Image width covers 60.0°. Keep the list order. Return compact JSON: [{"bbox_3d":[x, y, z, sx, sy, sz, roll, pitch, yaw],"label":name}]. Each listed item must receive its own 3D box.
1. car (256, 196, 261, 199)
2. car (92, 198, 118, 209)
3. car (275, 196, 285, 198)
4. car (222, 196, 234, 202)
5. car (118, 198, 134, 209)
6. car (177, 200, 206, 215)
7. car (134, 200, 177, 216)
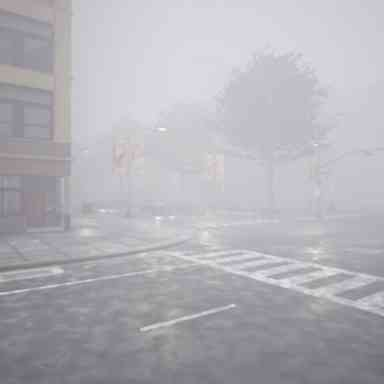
[{"bbox_3d":[17.262,1.677,83.121,1.895,1.301,4.718,0,0,-36],"label":"car"},{"bbox_3d":[-12.176,1.621,45.397,1.994,1.385,4.181,0,0,-35],"label":"car"},{"bbox_3d":[18.119,1.509,69.191,2.002,1.452,4.674,0,0,-36],"label":"car"},{"bbox_3d":[7.625,1.587,76.650,2.161,1.482,4.786,0,0,-36],"label":"car"},{"bbox_3d":[-9.779,1.561,48.072,2.128,1.511,4.902,0,0,-35],"label":"car"},{"bbox_3d":[-0.504,1.560,35.129,2.128,1.511,4.902,0,0,-36],"label":"car"},{"bbox_3d":[-3.814,1.582,33.726,1.812,1.442,4.674,0,0,-35],"label":"car"}]
